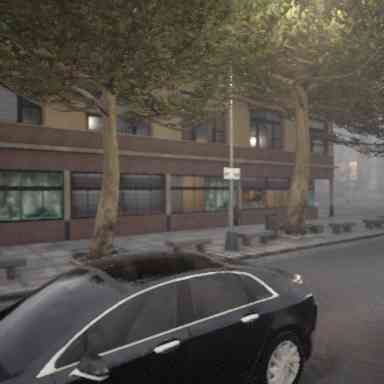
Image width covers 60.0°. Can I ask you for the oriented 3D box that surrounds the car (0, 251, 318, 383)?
[{"bbox_3d":[-0.664,1.497,3.510,4.892,1.490,1.837,0,0,-35],"label":"car"}]
